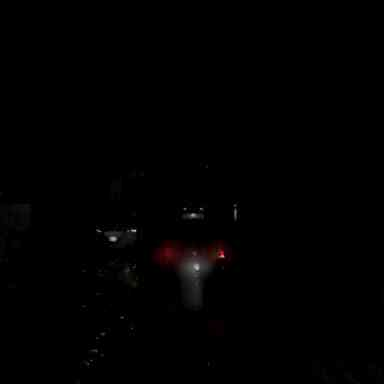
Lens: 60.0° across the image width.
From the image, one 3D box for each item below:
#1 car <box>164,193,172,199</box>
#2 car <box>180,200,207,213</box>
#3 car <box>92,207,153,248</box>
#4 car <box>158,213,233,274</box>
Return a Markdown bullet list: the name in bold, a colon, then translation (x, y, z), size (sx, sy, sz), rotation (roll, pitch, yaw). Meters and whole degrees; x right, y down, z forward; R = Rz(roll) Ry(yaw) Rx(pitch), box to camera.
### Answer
- **car**: translation (-6.274, 0.975, 86.863), size (2.128, 1.511, 4.902), rotation (0, 0, 0)
- **car**: translation (0.096, 1.352, 24.988), size (2.128, 1.511, 4.902), rotation (0, 0, 1)
- **car**: translation (-2.838, 1.412, 14.396), size (2.128, 1.511, 4.902), rotation (0, 0, 0)
- **car**: translation (0.093, 1.545, 10.368), size (1.895, 1.301, 4.718), rotation (0, 0, 0)
